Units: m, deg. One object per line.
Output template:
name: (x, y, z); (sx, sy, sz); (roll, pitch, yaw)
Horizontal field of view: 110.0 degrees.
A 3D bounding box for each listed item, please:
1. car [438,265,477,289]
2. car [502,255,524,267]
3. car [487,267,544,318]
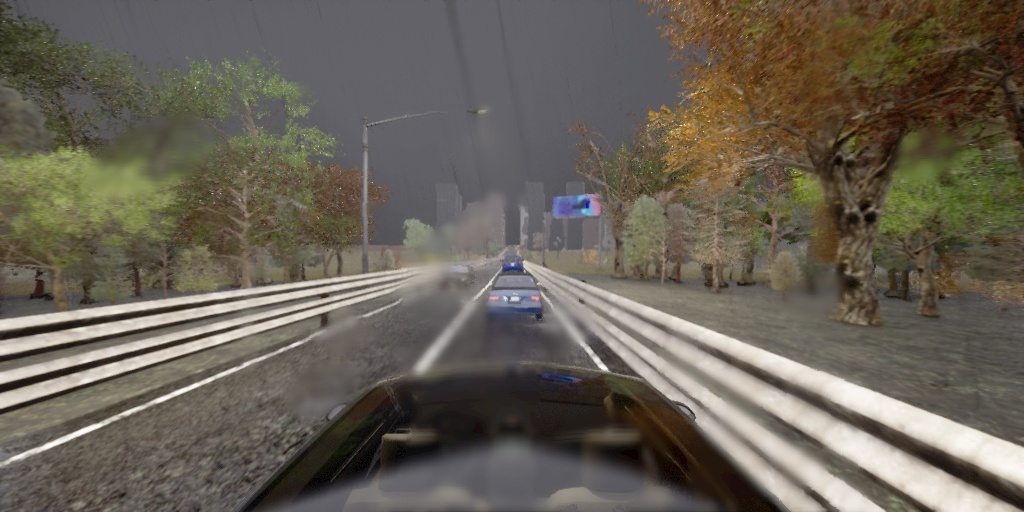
car: (-3.348, 1.290, 23.029); (2.033, 1.411, 5.357); (0, 0, 0)
car: (0.089, 0.958, 38.232); (2.150, 2.045, 5.566); (0, 0, 0)
car: (0.103, 1.294, 12.926); (2.033, 1.411, 5.357); (0, 0, 0)
